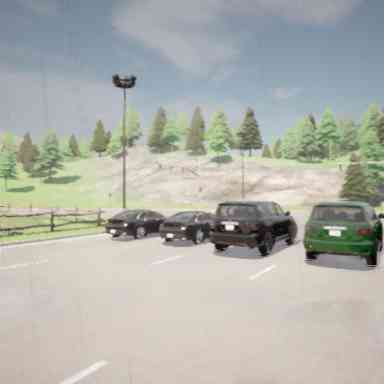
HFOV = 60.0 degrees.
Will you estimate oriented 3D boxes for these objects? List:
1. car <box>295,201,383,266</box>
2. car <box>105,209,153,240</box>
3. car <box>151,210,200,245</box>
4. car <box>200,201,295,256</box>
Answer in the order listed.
[{"bbox_3d":[5.760,1.350,12.382,2.150,2.045,5.566,0,0,32],"label":"car"},{"bbox_3d":[-2.661,1.714,18.699,1.837,1.490,4.892,-1,0,32],"label":"car"},{"bbox_3d":[0.315,1.689,16.857,1.837,1.490,4.892,-1,0,32],"label":"car"},{"bbox_3d":[2.779,1.375,14.217,2.150,2.045,5.566,0,0,32],"label":"car"}]
